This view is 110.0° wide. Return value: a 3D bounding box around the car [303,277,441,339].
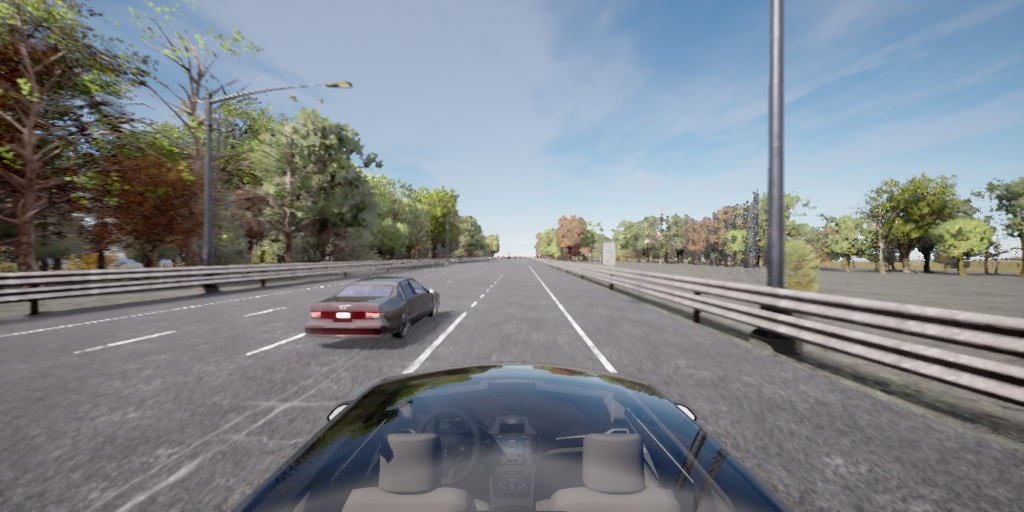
[{"bbox_3d":[-3.427,1.277,9.934,2.033,1.411,5.357,0,0,1],"label":"car"}]
